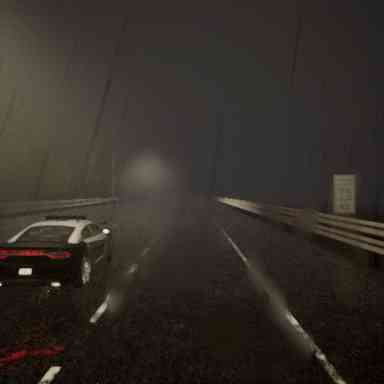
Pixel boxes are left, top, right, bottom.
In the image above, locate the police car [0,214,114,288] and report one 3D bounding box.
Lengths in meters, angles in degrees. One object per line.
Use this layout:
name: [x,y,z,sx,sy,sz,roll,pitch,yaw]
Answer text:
police car: [-3.511,1.440,9.428,1.930,1.638,5.238,1,0,-2]
